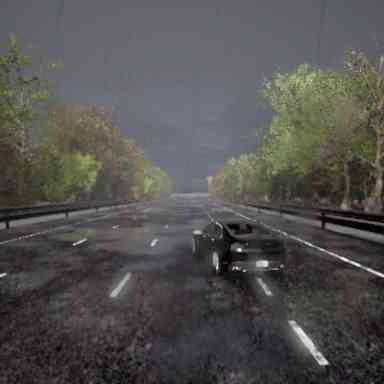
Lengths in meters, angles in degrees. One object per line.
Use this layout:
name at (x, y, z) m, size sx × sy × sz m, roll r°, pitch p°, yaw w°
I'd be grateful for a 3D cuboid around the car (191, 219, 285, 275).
car at (1.258, 1.643, 10.813) m, size 1.837 × 1.490 × 4.892 m, roll 0°, pitch -1°, yaw -12°
